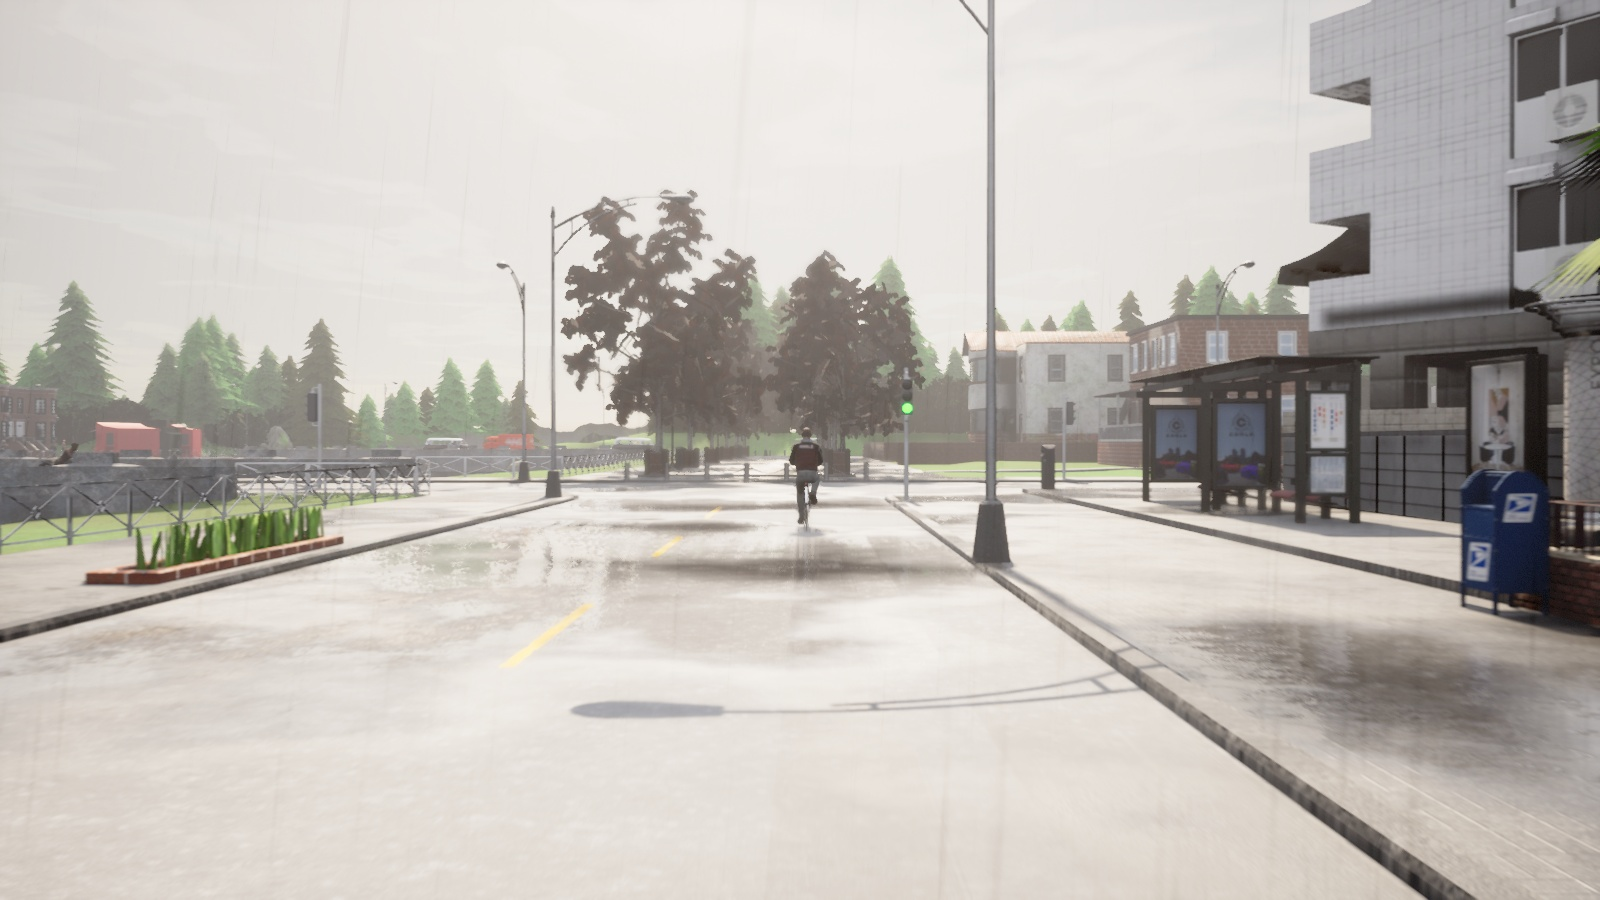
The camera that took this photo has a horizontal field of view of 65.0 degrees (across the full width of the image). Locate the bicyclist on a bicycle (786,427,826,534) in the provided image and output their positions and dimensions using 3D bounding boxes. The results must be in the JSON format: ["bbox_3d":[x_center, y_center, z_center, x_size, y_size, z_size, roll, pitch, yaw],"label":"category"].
[{"bbox_3d":[0.118,0.494,21.810,0.659,1.776,1.843,0,0,1],"label":"bicyclist on a bicycle"}]
